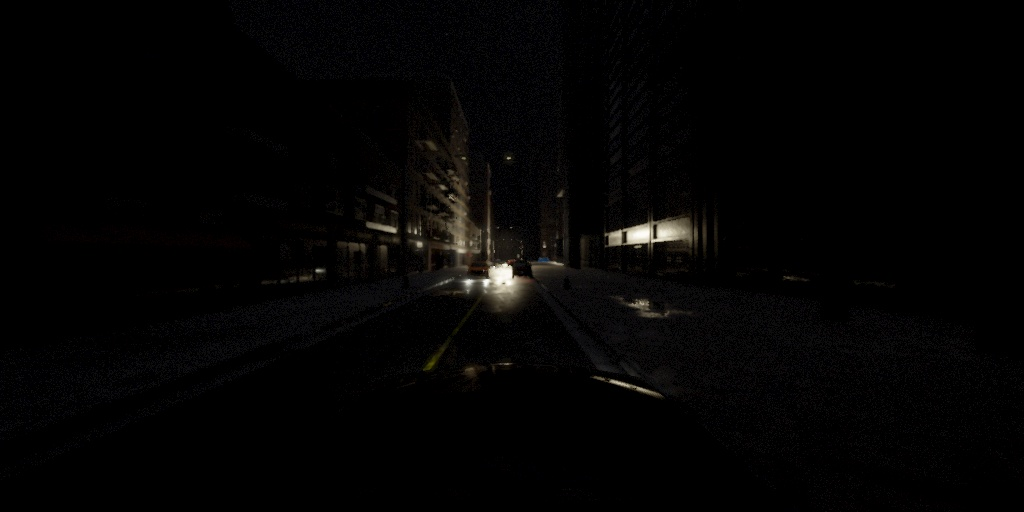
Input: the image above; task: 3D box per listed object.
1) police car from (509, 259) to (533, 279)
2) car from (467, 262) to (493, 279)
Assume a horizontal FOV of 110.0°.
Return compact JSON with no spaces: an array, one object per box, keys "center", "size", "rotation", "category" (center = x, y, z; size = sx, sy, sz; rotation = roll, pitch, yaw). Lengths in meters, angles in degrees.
[{"center":[0.910,1.227,33.740],"size":[1.930,1.638,5.238],"rotation":[0,0,0],"category":"police car"},{"center":[-3.081,1.280,33.790],"size":[1.882,1.535,5.008],"rotation":[0,0,0],"category":"car"}]
